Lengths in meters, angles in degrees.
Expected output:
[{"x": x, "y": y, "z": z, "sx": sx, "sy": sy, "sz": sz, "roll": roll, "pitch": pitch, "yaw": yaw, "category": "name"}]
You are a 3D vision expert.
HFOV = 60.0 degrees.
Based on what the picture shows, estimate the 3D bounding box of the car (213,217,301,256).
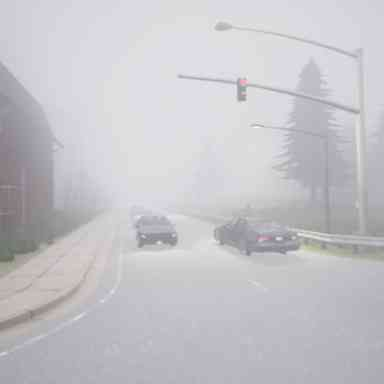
[{"x": 2.523, "y": 1.773, "z": 14.300, "sx": 2.033, "sy": 1.411, "sz": 5.357, "roll": -1, "pitch": -1, "yaw": -14, "category": "car"}]

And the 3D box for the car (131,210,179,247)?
[{"x": -1.962, "y": 1.908, "z": 17.349, "sx": 2.033, "sy": 1.411, "sz": 5.357, "roll": -1, "pitch": -1, "yaw": -11, "category": "car"}]

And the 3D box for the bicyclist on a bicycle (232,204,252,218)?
[{"x": 3.978, "y": 1.682, "z": 25.270, "sx": 1.656, "sy": 1.620, "sz": 0.582, "roll": 40, "pitch": -10, "yaw": -6, "category": "bicyclist on a bicycle"}]

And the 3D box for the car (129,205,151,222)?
[{"x": -5.650, "y": 2.239, "z": 35.913, "sx": 2.128, "sy": 1.511, "sz": 4.902, "roll": -1, "pitch": -1, "yaw": -11, "category": "car"}]

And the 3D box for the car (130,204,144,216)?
[{"x": -7.621, "y": 2.483, "z": 45.999, "sx": 1.812, "sy": 1.442, "sz": 4.674, "roll": -1, "pitch": -1, "yaw": -11, "category": "car"}]

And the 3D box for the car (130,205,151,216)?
[{"x": -3.827, "y": 2.082, "z": 26.736, "sx": 1.812, "sy": 1.442, "sz": 4.674, "roll": -1, "pitch": -1, "yaw": -11, "category": "car"}]
